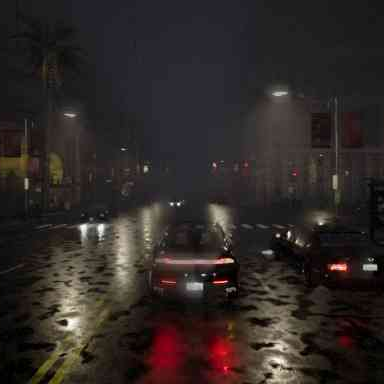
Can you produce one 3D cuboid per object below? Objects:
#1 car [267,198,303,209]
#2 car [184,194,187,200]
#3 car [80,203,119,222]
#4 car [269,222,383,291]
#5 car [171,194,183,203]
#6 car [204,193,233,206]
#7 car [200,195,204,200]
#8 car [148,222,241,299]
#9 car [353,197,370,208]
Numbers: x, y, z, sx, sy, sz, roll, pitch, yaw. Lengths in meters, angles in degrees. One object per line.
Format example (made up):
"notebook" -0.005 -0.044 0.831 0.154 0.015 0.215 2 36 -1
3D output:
"car" 12.474 1.525 44.573 4.674 1.442 1.812 0 0 -3
"car" -2.713 1.355 91.427 2.097 1.767 4.553 0 0 10
"car" -7.130 1.547 26.285 2.033 1.411 5.357 0 0 1
"car" 3.563 1.547 9.127 2.033 1.411 5.357 0 0 0
"car" -3.492 1.595 71.623 1.895 1.301 4.718 0 0 0
"car" 4.440 1.352 56.610 2.097 1.767 4.553 0 0 -24
"car" 3.994 1.478 89.095 1.882 1.535 5.008 0 0 10
"car" 0.060 1.492 8.425 2.128 1.511 4.902 0 0 0
"car" 26.042 1.478 48.297 5.008 1.535 1.882 0 0 0
